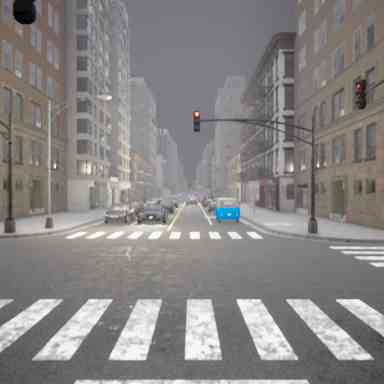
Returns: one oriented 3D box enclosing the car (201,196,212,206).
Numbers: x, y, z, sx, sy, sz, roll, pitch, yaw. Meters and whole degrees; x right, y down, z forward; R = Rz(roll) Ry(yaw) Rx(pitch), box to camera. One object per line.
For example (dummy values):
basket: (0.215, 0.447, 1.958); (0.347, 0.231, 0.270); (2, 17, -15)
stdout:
car: (2.602, 1.584, 47.902); (1.802, 1.307, 4.206); (0, 0, 0)

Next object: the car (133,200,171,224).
car: (-2.850, 1.567, 24.771); (1.994, 1.385, 4.181); (0, 0, -1)

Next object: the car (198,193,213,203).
car: (2.598, 1.314, 53.584); (2.192, 1.841, 5.009); (0, 0, 0)

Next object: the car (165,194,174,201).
car: (-5.448, 1.423, 81.981); (1.967, 1.590, 4.097); (0, 0, 0)

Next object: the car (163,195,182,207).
car: (-2.869, 1.507, 47.550); (1.837, 1.490, 4.892); (0, 0, 0)

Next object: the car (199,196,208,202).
car: (2.581, 1.537, 76.309); (2.008, 1.369, 4.403); (0, 0, 0)

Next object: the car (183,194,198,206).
car: (-0.041, 1.546, 54.888); (2.033, 1.411, 5.357); (0, 0, 0)

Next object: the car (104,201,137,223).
car: (-5.407, 1.554, 25.163); (2.008, 1.369, 4.403); (0, 0, 0)

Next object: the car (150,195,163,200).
car: (-5.423, 1.527, 47.720); (1.752, 1.417, 4.829); (0, 0, 0)

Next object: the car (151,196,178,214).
car: (-2.870, 1.482, 35.202); (1.882, 1.535, 5.008); (0, 0, 0)

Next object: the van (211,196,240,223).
van: (2.618, 1.344, 25.177); (1.690, 1.788, 3.998); (0, 0, 0)

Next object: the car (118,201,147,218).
car: (-5.411, 1.548, 30.844); (1.887, 1.381, 4.507); (0, 0, 0)

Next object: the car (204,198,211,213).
car: (2.610, 1.586, 36.539); (1.802, 1.307, 4.206); (0, 0, 0)

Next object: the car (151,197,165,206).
car: (-5.427, 1.565, 53.572); (1.947, 1.339, 4.313); (0, 0, 0)

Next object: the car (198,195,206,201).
car: (2.573, 1.545, 87.671); (1.947, 1.339, 4.313); (0, 0, 0)

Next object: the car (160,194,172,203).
car: (-5.440, 1.304, 70.617); (2.192, 1.841, 5.009); (0, 0, 0)
